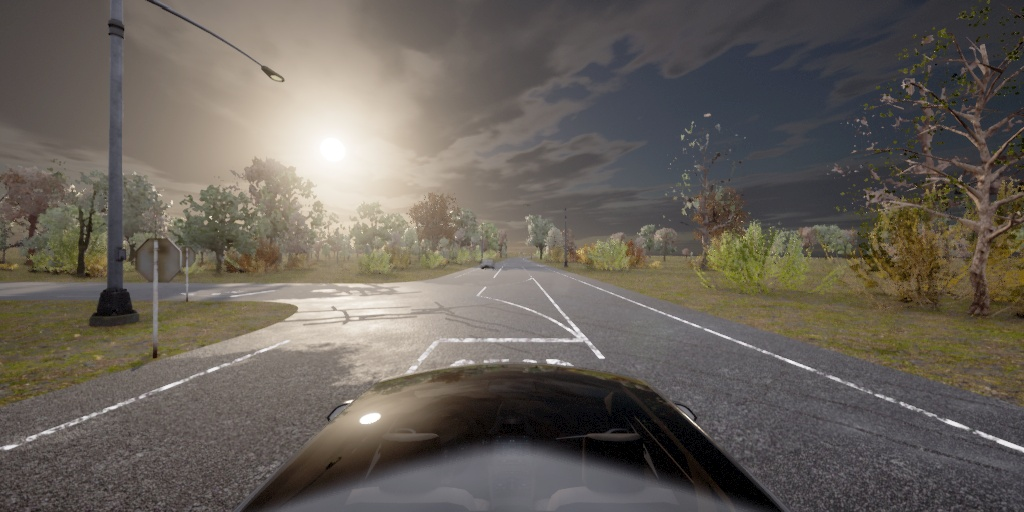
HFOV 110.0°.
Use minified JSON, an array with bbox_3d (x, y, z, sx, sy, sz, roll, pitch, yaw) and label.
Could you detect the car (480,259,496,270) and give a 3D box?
[{"bbox_3d":[-3.398,1.226,51.041,1.837,1.490,4.892,0,0,0],"label":"car"}]
